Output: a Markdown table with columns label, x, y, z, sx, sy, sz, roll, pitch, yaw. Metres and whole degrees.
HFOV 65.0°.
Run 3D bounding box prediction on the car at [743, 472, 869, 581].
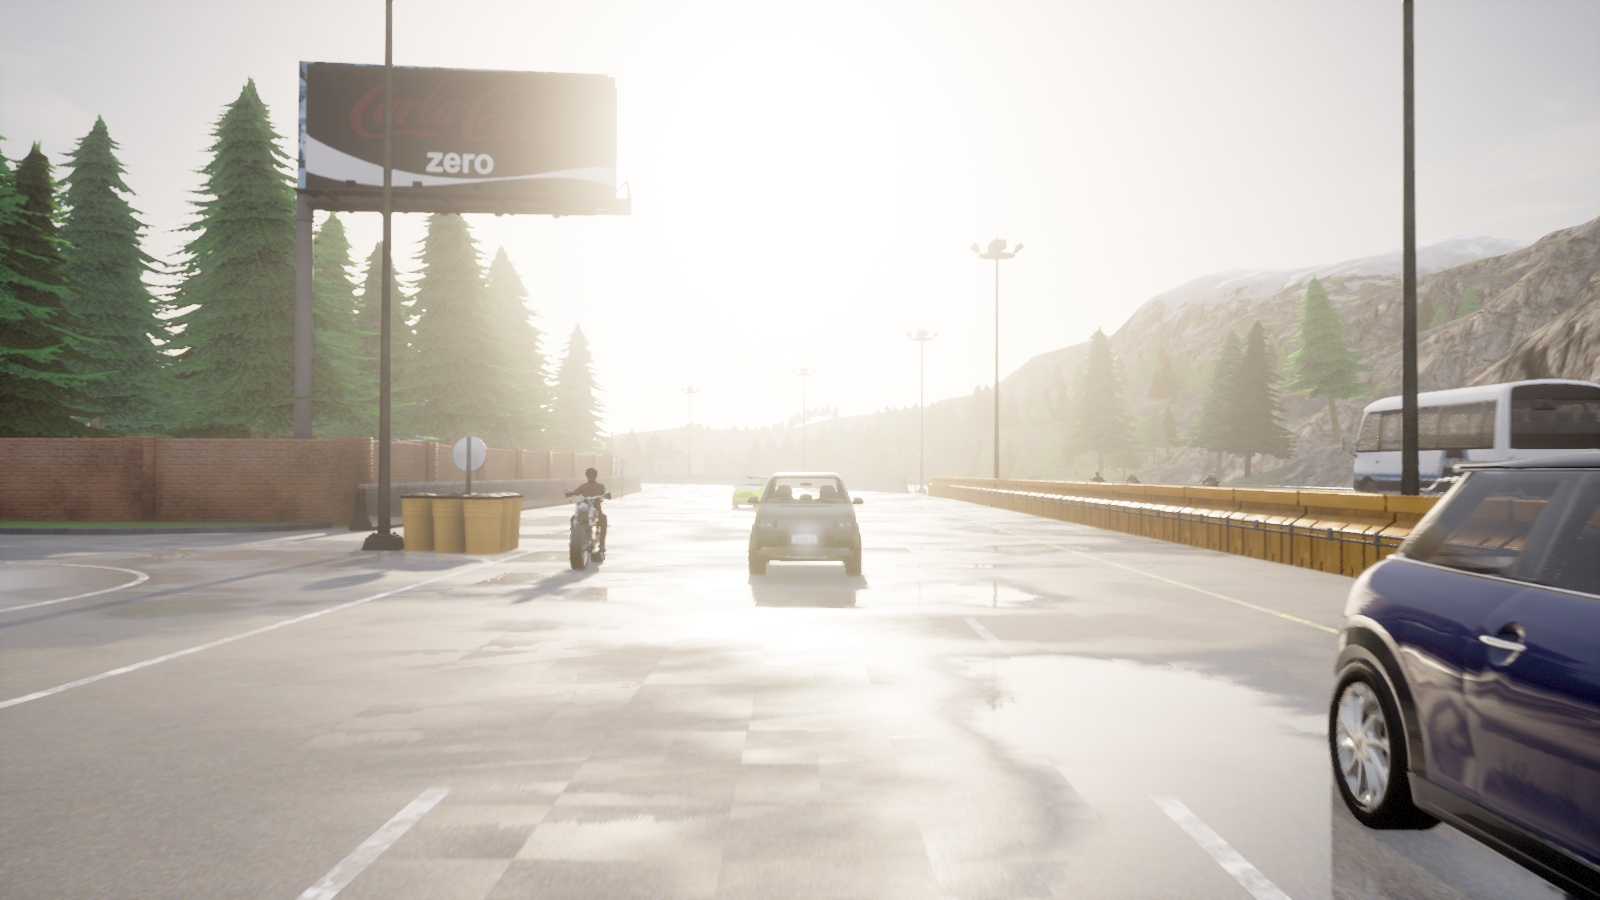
| label | x | y | z | sx | sy | sz | roll | pitch | yaw |
| --- | --- | --- | --- | --- | --- | --- | --- | --- | --- |
| car | 0.100 | 1.127 | 19.780 | 1.789 | 1.549 | 3.705 | 0 | -1 | 0 |

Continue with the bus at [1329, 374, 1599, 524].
| label | x | y | z | sx | sy | sz | roll | pitch | yaw |
| --- | --- | --- | --- | --- | --- | --- | --- | --- | --- |
| bus | 21.247 | 0.036 | 40.655 | 3.944 | 4.253 | 10.273 | 0 | -1 | 0 |

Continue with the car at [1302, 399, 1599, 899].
| label | x | y | z | sx | sy | sz | roll | pitch | yaw |
| --- | --- | --- | --- | --- | --- | --- | --- | --- | --- |
| car | 3.495 | 0.724 | 3.842 | 2.097 | 1.767 | 4.553 | 0 | -1 | 0 |

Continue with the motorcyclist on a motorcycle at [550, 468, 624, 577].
| label | x | y | z | sx | sy | sz | roll | pitch | yaw |
| --- | --- | --- | --- | --- | --- | --- | --- | --- | --- |
| motorcyclist on a motorcycle | -3.396 | 1.118 | 20.226 | 0.766 | 1.649 | 2.350 | 0 | -1 | 0 |

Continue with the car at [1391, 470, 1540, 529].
| label | x | y | z | sx | sy | sz | roll | pitch | yaw |
| --- | --- | --- | --- | --- | --- | --- | --- | --- | --- |
| car | 17.700 | 1.274 | 33.613 | 1.970 | 1.475 | 3.806 | 0 | -1 | 0 |

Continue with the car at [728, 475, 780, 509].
| label | x | y | z | sx | sy | sz | roll | pitch | yaw |
| --- | --- | --- | --- | --- | --- | --- | --- | --- | --- |
| car | -1.901 | 1.757 | 52.442 | 1.481 | 1.376 | 2.207 | -1 | -2 | 20 |
